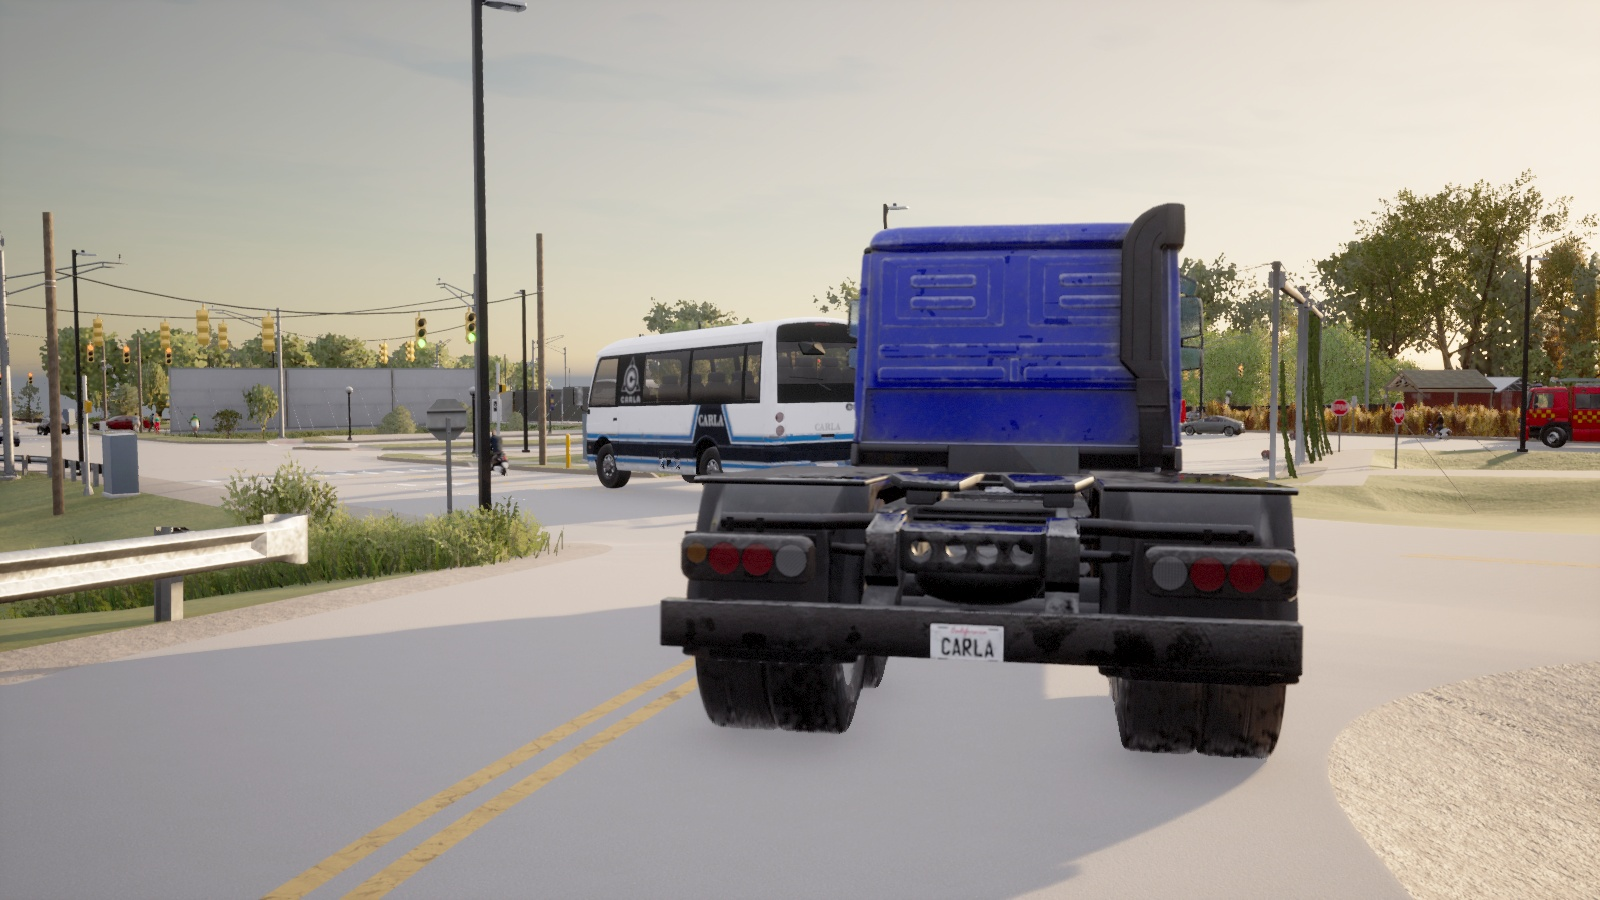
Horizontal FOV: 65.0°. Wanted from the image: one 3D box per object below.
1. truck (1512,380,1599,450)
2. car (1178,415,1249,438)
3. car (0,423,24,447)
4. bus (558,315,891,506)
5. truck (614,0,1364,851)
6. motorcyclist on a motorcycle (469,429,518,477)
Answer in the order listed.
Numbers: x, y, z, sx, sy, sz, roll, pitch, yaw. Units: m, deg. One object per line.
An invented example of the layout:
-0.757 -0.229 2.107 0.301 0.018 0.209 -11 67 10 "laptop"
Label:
44.258 -1.949 69.241 8.468 3.827 2.891 1 3 26 "truck"
28.313 -1.623 86.093 4.181 1.385 1.994 2 4 37 "car"
-52.661 -0.993 82.577 2.033 1.411 5.357 -3 3 -39 "car"
-2.403 -1.042 33.245 3.944 4.253 10.273 -2 2 -35 "bus"
1.447 -0.289 8.861 2.891 3.462 7.936 1 1 11 "truck"
-10.544 0.073 43.145 0.866 1.590 1.817 -3 2 -41 "motorcyclist on a motorcycle"
